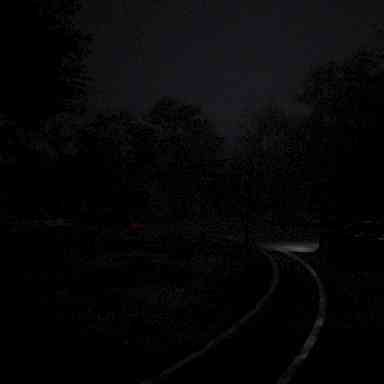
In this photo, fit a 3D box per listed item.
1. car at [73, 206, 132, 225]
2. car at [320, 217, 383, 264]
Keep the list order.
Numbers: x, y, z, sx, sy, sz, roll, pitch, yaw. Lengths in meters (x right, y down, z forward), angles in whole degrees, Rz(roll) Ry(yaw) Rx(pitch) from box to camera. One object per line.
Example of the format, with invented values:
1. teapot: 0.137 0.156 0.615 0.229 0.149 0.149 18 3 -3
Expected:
1. car: -7.516 1.930 27.895 5.008 1.535 1.882 -1 -1 12
2. car: 6.293 1.596 11.118 1.837 1.490 4.892 -4 0 -15
